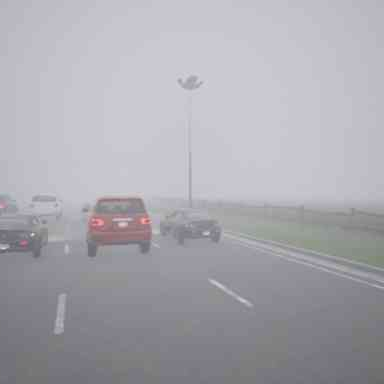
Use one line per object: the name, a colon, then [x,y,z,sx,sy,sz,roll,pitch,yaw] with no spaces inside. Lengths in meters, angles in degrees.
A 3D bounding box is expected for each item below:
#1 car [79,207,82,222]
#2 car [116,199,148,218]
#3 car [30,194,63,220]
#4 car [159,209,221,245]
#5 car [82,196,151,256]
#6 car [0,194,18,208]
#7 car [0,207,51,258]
car: [-7.662,1.501,25.798,2.033,1.411,5.357,0,0,-19]
car: [-5.621,1.440,30.500,2.128,1.511,4.902,0,0,-20]
car: [-11.849,1.172,27.130,2.150,2.045,5.566,0,0,-20]
car: [-0.202,1.501,15.579,1.812,1.442,4.674,0,0,-20]
car: [-3.123,1.191,13.337,2.150,2.045,5.566,0,-1,-19]
car: [-15.125,1.173,25.899,2.150,2.045,5.566,0,0,-20]
car: [-6.463,1.503,12.290,1.812,1.442,4.674,0,0,-20]
